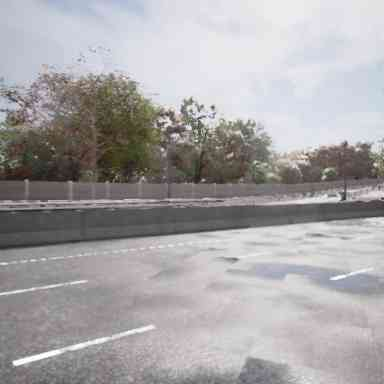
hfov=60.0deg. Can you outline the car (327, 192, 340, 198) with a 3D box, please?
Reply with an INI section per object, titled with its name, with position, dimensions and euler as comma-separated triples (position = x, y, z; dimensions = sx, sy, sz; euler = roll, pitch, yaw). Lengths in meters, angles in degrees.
[car]
position = 35.600, 0.684, 84.277
dimensions = 1.812, 1.442, 4.674
euler = 0, 1, 32
